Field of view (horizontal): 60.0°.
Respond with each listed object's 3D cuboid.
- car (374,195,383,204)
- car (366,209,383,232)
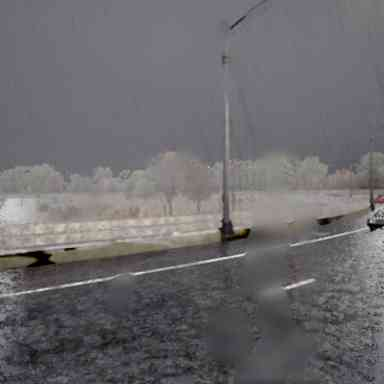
[{"bbox_3d":[36.880,1.423,64.512,2.097,1.767,4.553,0,0,14],"label":"car"},{"bbox_3d":[11.812,1.619,19.328,1.895,1.301,4.718,0,0,43],"label":"car"}]
